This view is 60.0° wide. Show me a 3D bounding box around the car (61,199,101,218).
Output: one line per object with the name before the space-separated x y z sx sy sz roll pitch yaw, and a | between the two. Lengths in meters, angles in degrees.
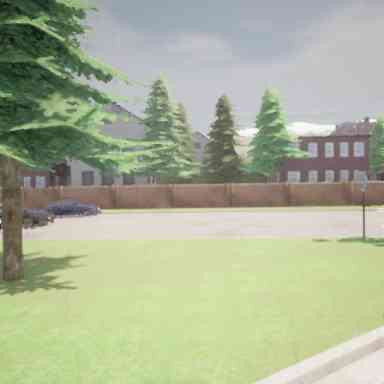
car | -9.893 1.342 27.491 4.674 1.442 1.812 -1 1 2

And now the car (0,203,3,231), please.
car | -12.397 1.208 17.077 5.566 2.045 2.150 -1 1 2

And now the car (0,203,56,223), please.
car | -12.628 1.503 24.099 4.718 1.301 1.895 -1 1 3

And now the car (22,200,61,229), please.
car | -11.096 1.427 20.529 4.892 1.490 1.837 -1 1 3
